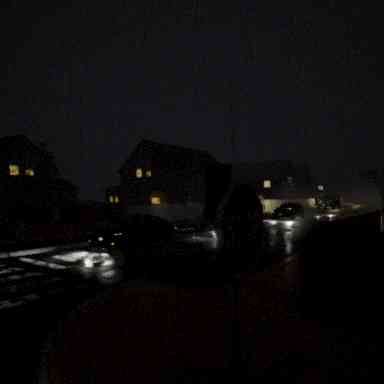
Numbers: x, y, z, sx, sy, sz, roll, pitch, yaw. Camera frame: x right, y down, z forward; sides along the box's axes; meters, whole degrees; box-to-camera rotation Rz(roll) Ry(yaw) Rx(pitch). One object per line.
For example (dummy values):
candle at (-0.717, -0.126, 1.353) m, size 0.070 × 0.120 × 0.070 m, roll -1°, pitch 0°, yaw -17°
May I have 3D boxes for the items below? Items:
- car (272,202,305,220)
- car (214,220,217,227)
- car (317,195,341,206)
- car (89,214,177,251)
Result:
car at (9.231, 1.771, 31.529) m, size 1.837 × 1.490 × 4.892 m, roll 0°, pitch -1°, yaw 35°
car at (3.328, 1.700, 23.254) m, size 2.128 × 1.511 × 4.902 m, roll 0°, pitch -1°, yaw 35°
car at (18.118, 1.237, 43.871) m, size 2.150 × 2.045 × 5.566 m, roll 0°, pitch -1°, yaw 35°
car at (-2.526, 1.720, 15.023) m, size 1.994 × 1.385 × 4.181 m, roll 0°, pitch 0°, yaw 36°
